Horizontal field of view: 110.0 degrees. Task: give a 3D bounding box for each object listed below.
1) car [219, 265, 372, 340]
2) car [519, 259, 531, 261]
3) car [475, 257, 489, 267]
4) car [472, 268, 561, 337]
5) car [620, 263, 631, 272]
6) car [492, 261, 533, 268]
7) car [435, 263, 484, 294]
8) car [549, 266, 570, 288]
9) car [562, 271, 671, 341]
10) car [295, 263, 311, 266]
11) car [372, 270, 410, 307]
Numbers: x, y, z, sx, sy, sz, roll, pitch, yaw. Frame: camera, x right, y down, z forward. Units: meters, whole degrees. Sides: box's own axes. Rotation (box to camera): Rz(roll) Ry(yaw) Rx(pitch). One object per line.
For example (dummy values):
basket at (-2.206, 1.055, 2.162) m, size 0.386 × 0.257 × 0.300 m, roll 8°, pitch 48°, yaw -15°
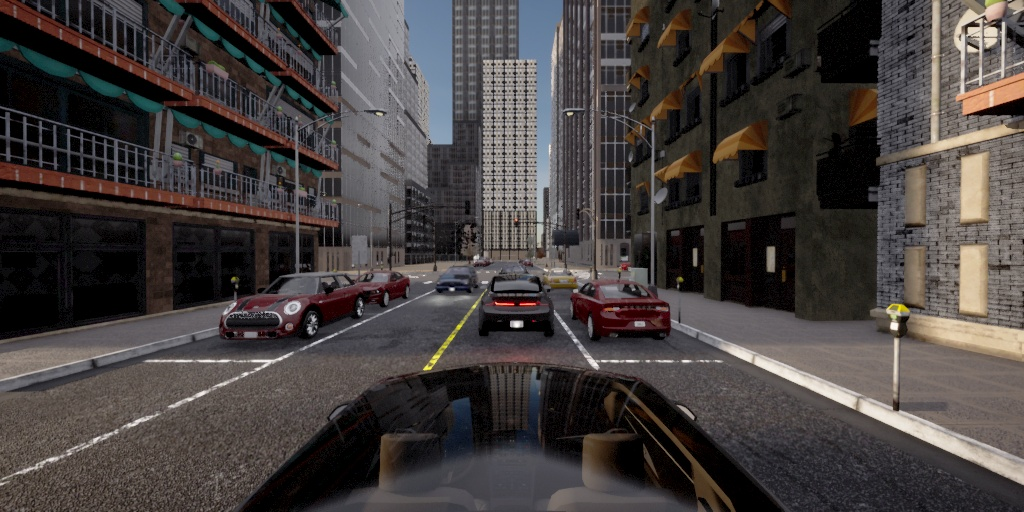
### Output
car at (-5.684, 1.188, 9.793) m, size 1.967 × 1.591 × 4.097 m, roll 0°, pitch 0°, yaw 0°
car at (2.753, 1.185, 64.344) m, size 1.967 × 1.591 × 4.097 m, roll 0°, pitch 0°, yaw 0°
car at (-5.627, 1.291, 64.354) m, size 1.888 × 1.381 × 4.507 m, roll 0°, pitch 0°, yaw 0°
car at (0.108, 1.253, 10.323) m, size 1.837 × 1.490 × 4.892 m, roll 0°, pitch 0°, yaw 0°
car at (14.301, 1.005, 39.948) m, size 4.507 × 1.381 × 1.888 m, roll 0°, pitch 0°, yaw 0°
car at (0.118, 1.239, 20.456) m, size 2.128 × 1.511 × 4.902 m, roll 0°, pitch 0°, yaw 0°
car at (-2.997, 1.295, 20.669) m, size 2.033 × 1.411 × 5.357 m, roll 0°, pitch 0°, yaw 0°
car at (2.709, 1.272, 20.988) m, size 1.751 × 1.417 × 4.829 m, roll 0°, pitch 0°, yaw 0°
car at (2.698, 1.294, 9.771) m, size 1.888 × 1.381 × 4.507 m, roll 0°, pitch 0°, yaw 0°
car at (-23.796, 1.494, 39.666) m, size 4.097 × 1.591 × 1.967 m, roll 0°, pitch 0°, yaw 0°
car at (-5.678, 1.293, 15.317) m, size 1.888 × 1.381 × 4.507 m, roll 0°, pitch 0°, yaw 0°
